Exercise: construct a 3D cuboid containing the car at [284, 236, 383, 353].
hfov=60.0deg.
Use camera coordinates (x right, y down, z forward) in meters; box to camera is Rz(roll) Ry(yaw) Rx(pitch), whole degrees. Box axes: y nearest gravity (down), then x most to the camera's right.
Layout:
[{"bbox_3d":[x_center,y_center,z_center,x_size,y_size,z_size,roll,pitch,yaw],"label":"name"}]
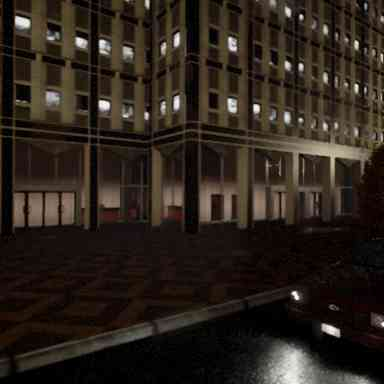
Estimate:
[{"bbox_3d":[4.126,1.562,6.215,5.357,1.411,2.033,0,0,-35],"label":"car"}]
